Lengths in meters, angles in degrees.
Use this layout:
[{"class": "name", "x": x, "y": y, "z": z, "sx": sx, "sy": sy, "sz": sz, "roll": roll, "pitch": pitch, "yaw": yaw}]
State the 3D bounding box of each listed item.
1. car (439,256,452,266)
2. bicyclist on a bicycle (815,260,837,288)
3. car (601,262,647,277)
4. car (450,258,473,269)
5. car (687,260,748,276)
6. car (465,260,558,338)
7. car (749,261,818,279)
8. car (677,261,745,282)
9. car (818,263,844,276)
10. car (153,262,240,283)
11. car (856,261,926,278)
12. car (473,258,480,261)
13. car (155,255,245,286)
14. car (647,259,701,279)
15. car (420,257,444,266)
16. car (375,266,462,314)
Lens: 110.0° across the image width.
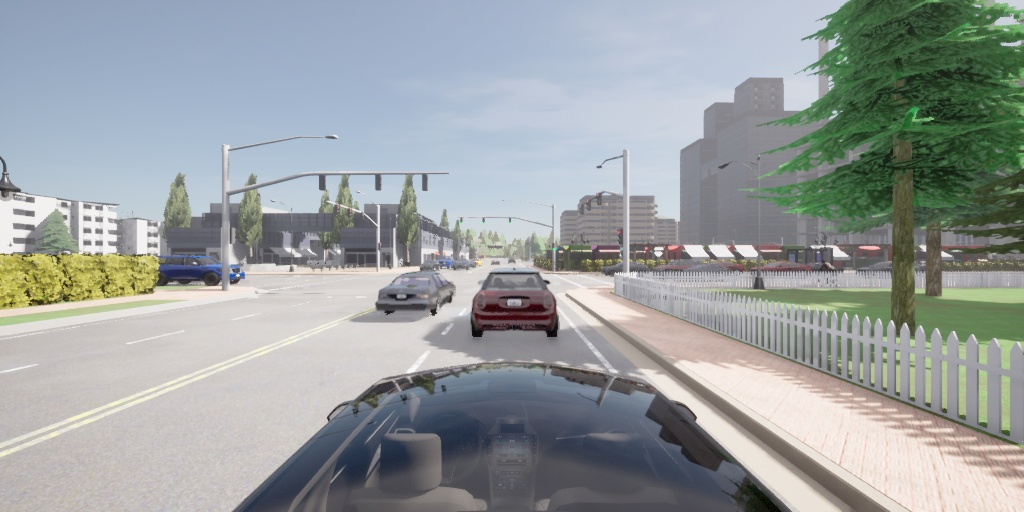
[{"class": "car", "x": -10.602, "y": 0.972, "z": 56.369, "sx": 2.150, "sy": 2.045, "sz": 5.566, "roll": 0, "pitch": 0, "yaw": 0}, {"class": "bicyclist on a bicycle", "x": 18.788, "y": 1.052, "z": 21.438, "sx": 0.582, "sy": 1.620, "sz": 1.656, "roll": 0, "pitch": 0, "yaw": -1}, {"class": "car", "x": 11.225, "y": 1.276, "z": 35.716, "sx": 4.674, "sy": 1.442, "sz": 1.812, "roll": 0, "pitch": 0, "yaw": -1}, {"class": "car", "x": -7.108, "y": 1.314, "z": 51.085, "sx": 1.994, "sy": 1.385, "sz": 4.181, "roll": 0, "pitch": 0, "yaw": 0}, {"class": "car", "x": 20.550, "y": 1.228, "z": 35.971, "sx": 5.008, "sy": 1.535, "sz": 1.882, "roll": 0, "pitch": 0, "yaw": -1}, {"class": "car", "x": 0.068, "y": 1.101, "z": 10.359, "sx": 2.097, "sy": 1.767, "sz": 4.553, "roll": 0, "pitch": 0, "yaw": 0}, {"class": "car", "x": 24.287, "y": 1.228, "z": 32.561, "sx": 5.008, "sy": 1.535, "sz": 1.882, "roll": 0, "pitch": 0, "yaw": -1}, {"class": "car", "x": 15.944, "y": 1.314, "z": 28.656, "sx": 4.181, "sy": 1.385, "sz": 1.994, "roll": 0, "pitch": 0, "yaw": -1}, {"class": "car", "x": 30.449, "y": 1.351, "z": 36.217, "sx": 4.718, "sy": 1.301, "sz": 1.895, "roll": 0, "pitch": 0, "yaw": -1}, {"class": "car", "x": -24.287, "y": 1.228, "z": 27.763, "sx": 5.008, "sy": 1.535, "sz": 1.882, "roll": 0, "pitch": 0, "yaw": -2}, {"class": "car", "x": 34.349, "y": 1.255, "z": 32.806, "sx": 4.892, "sy": 1.490, "sz": 1.837, "roll": 0, "pitch": 0, "yaw": -1}, {"class": "car", "x": -7.093, "y": 1.297, "z": 60.328, "sx": 2.033, "sy": 1.411, "sz": 5.357, "roll": 0, "pitch": 0, "yaw": 0}, {"class": "car", "x": -21.462, "y": 0.971, "z": 24.363, "sx": 5.566, "sy": 2.045, "sz": 2.150, "roll": 0, "pitch": 0, "yaw": -2}, {"class": "car", "x": 15.074, "y": 1.102, "z": 32.329, "sx": 4.553, "sy": 1.767, "sz": 2.097, "roll": 0, "pitch": 0, "yaw": -1}, {"class": "car", "x": -10.609, "y": 1.255, "z": 46.508, "sx": 1.837, "sy": 1.490, "sz": 4.892, "roll": 0, "pitch": 0, "yaw": 0}, {"class": "car", "x": -3.417, "y": 1.298, "z": 13.639, "sx": 2.033, "sy": 1.411, "sz": 5.357, "roll": 0, "pitch": 0, "yaw": 0}]
